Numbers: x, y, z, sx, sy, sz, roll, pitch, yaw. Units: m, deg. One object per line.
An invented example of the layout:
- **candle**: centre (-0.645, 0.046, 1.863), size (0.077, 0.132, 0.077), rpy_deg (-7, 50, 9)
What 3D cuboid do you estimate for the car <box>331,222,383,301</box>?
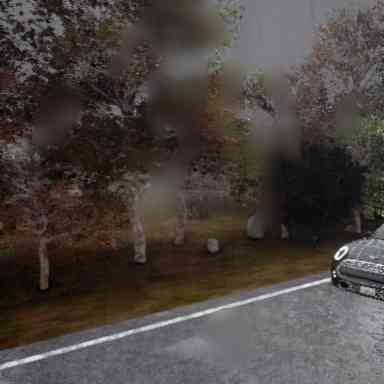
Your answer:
- **car**: centre (5.312, 1.347, 7.756), size (4.553, 1.767, 2.097), rpy_deg (0, 0, -34)
